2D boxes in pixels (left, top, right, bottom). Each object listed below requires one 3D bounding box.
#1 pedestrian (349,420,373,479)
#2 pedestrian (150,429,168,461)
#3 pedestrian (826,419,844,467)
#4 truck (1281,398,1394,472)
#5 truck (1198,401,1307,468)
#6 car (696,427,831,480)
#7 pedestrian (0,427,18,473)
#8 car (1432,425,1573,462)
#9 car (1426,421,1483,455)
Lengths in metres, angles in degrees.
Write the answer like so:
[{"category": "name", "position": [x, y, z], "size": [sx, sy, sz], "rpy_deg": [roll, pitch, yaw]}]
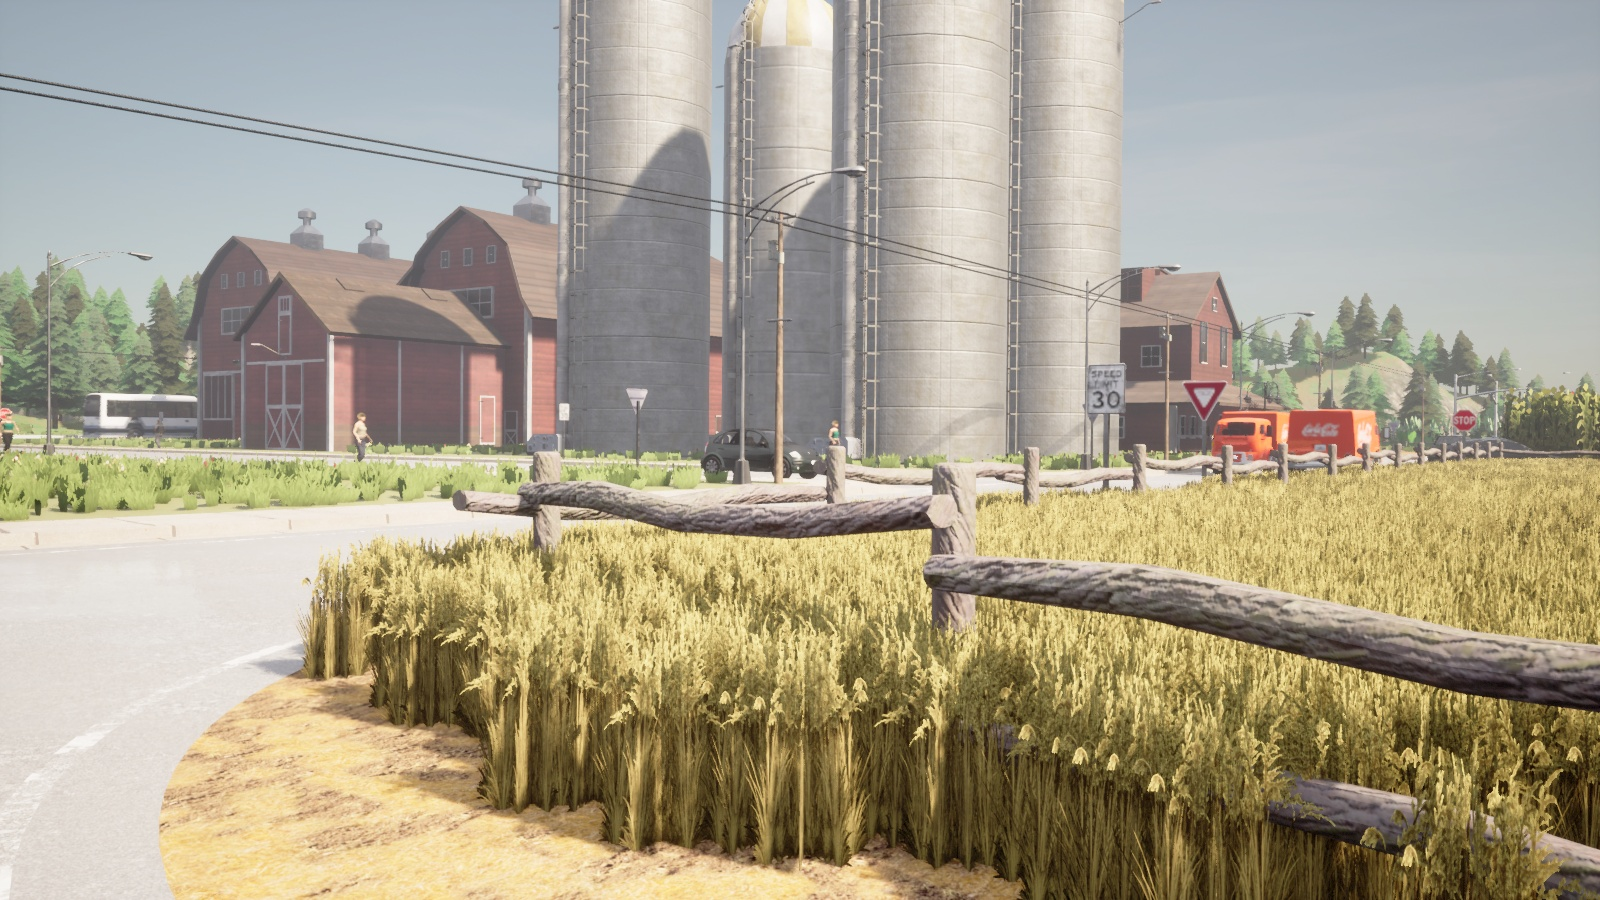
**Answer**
[{"category": "pedestrian", "position": [-13.673, -0.023, 39.092], "size": [0.594, 1.836, 0.345], "rpy_deg": [0, 1, 15]}, {"category": "pedestrian", "position": [-39.032, -0.304, 76.454], "size": [0.849, 1.883, 0.563], "rpy_deg": [0, 1, 33]}, {"category": "pedestrian", "position": [1.329, -0.282, 48.061], "size": [0.594, 1.836, 0.345], "rpy_deg": [0, 1, 40]}, {"category": "truck", "position": [19.391, -0.547, 45.158], "size": [2.627, 2.467, 5.204], "rpy_deg": [0, 1, 36]}, {"category": "truck", "position": [17.580, -0.567, 48.627], "size": [2.627, 2.467, 5.204], "rpy_deg": [0, 0, 36]}, {"category": "car", "position": [-1.192, 0.091, 40.225], "size": [3.988, 1.617, 1.851], "rpy_deg": [0, 1, 35]}, {"category": "pedestrian", "position": [-31.731, -0.014, 50.368], "size": [0.594, 1.836, 0.345], "rpy_deg": [0, 1, 32]}, {"category": "car", "position": [29.675, -0.259, 53.162], "size": [4.892, 1.490, 1.837], "rpy_deg": [0, 0, 9]}, {"category": "car", "position": [35.108, -0.646, 67.266], "size": [2.097, 1.767, 4.553], "rpy_deg": [0, 1, 35]}]
